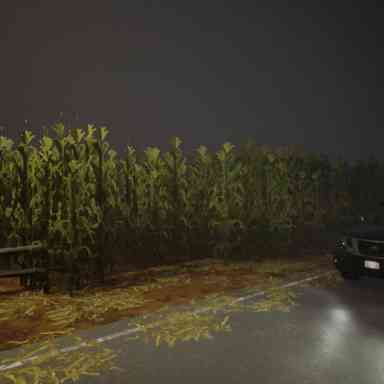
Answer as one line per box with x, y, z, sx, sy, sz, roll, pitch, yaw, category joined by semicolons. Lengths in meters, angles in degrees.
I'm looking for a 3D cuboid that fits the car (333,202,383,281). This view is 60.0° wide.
6.033;1.220;8.906;5.566;2.045;2.150;0;0;-39;car
